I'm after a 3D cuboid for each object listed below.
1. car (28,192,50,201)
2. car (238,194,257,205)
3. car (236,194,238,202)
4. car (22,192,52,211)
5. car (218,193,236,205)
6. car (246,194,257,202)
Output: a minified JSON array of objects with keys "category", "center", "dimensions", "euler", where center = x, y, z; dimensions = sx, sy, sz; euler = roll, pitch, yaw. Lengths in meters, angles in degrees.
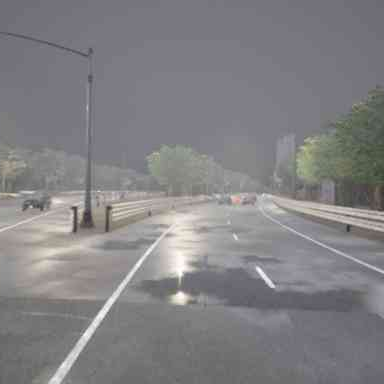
[{"category":"car","center":[-26.714,0.733,58.395],"dimensions":[2.033,1.411,5.357],"euler":[1,0,-7]},{"category":"car","center":[8.882,1.339,52.206],"dimensions":[2.033,1.411,5.357],"euler":[1,0,12]},{"category":"car","center":[8.642,1.081,68.025],"dimensions":[2.097,1.767,4.553],"euler":[1,1,12]},{"category":"car","center":[-15.121,1.058,32.650],"dimensions":[1.837,1.490,4.892],"euler":[1,0,-12]},{"category":"car","center":[5.289,1.232,52.126],"dimensions":[2.128,1.511,4.902],"euler":[1,0,12]},{"category":"car","center":[12.143,1.246,67.677],"dimensions":[1.837,1.490,4.892],"euler":[1,-1,12]}]
